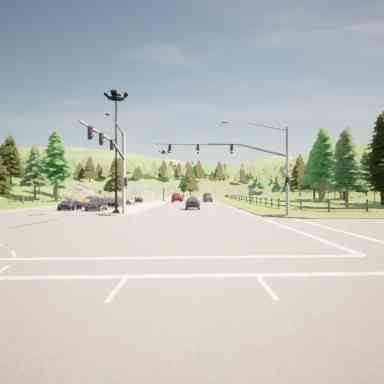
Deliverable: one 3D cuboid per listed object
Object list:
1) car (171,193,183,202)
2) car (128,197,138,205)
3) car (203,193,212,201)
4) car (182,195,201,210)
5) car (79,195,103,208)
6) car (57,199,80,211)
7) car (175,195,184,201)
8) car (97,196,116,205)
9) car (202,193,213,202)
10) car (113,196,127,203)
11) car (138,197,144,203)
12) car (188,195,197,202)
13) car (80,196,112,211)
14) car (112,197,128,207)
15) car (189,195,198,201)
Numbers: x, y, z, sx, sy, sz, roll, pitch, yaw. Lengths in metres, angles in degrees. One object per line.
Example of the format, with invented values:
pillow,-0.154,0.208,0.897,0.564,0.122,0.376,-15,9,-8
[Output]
car,-3.361,1.228,73.772,2.150,2.045,5.566,0,0,1
car,-11.495,1.607,59.662,1.895,1.301,4.718,0,0,1
car,3.875,1.175,84.353,2.150,2.045,5.566,0,0,2
car,0.060,1.508,43.131,1.837,1.490,4.892,0,0,0
car,-15.025,1.357,49.683,2.097,1.767,4.553,0,0,0
car,-15.031,1.568,41.175,1.994,1.385,4.181,0,0,1
car,-3.123,1.428,84.517,1.882,1.535,5.008,0,0,2
car,-14.991,1.498,58.561,2.128,1.511,4.902,0,0,0
car,3.639,1.544,73.729,2.033,1.411,5.357,0,0,1
car,-14.902,1.602,68.704,1.895,1.301,4.718,0,0,0
car,-11.400,1.602,69.855,1.895,1.301,4.718,0,0,0
car,0.143,1.483,74.150,1.882,1.535,5.008,0,0,1
car,-11.544,1.509,40.340,1.837,1.490,4.892,0,0,0
car,-11.529,1.553,50.078,2.033,1.411,5.357,0,0,0
car,0.375,1.475,84.420,2.128,1.511,4.902,0,0,2
